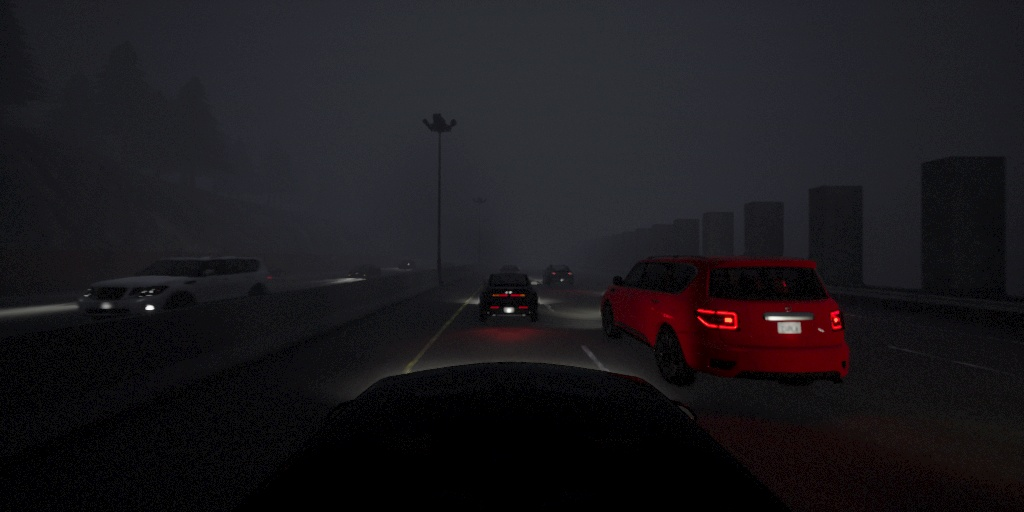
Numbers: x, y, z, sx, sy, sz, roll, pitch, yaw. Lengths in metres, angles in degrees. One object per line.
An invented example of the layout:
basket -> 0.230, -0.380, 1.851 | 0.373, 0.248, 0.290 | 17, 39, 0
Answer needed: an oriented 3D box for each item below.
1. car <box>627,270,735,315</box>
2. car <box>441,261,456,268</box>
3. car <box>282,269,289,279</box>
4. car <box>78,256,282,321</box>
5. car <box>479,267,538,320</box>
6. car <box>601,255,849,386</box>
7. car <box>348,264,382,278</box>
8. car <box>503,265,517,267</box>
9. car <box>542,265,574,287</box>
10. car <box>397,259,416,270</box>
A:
car -> 6.842, 1.396, 15.376 | 2.033, 1.411, 5.357 | 0, 0, -1
car -> -10.914, 1.610, 61.742 | 1.994, 1.385, 4.181 | 0, 0, -1
car -> -21.409, 1.440, 30.670 | 1.895, 1.301, 4.718 | 0, 0, 0
car -> -10.814, 0.996, 12.279 | 2.150, 2.045, 5.566 | 0, -1, -1
car -> -0.125, 1.317, 12.830 | 1.837, 1.490, 4.892 | 0, 0, -1
car -> 3.477, 1.014, 7.236 | 2.150, 2.045, 5.566 | 0, 0, -1
car -> -14.375, 1.452, 35.253 | 1.994, 1.385, 4.181 | 0, 0, 0
car -> -0.198, 1.477, 31.244 | 1.994, 1.385, 4.181 | 0, 0, 0
car -> 3.283, 1.387, 25.941 | 2.128, 1.511, 4.902 | 0, 0, 0
car -> -17.905, 1.373, 61.412 | 2.097, 1.767, 4.553 | 0, 0, -1
